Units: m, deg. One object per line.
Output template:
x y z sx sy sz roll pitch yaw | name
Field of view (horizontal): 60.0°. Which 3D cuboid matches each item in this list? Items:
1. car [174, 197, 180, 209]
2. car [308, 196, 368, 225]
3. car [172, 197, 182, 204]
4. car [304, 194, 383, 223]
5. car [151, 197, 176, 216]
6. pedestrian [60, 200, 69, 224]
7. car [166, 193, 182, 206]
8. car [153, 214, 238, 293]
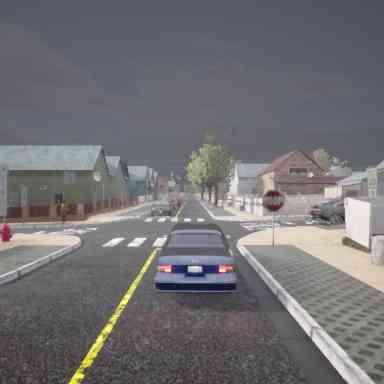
-2.914 1.609 42.838 1.895 1.301 4.718 0 0 0 | car
9.439 1.171 19.524 4.902 1.511 2.128 -2 -1 0 | car
-2.890 1.604 64.936 1.895 1.301 4.718 0 0 0 | car
10.236 1.072 22.483 4.553 1.767 2.097 -2 -1 0 | car
-2.887 1.533 32.743 1.812 1.442 4.674 0 0 0 | car
-9.732 1.466 25.243 0.375 1.860 0.375 0 0 0 | pedestrian
-2.937 1.228 53.525 2.150 2.045 5.566 0 0 0 | car
0.120 1.551 8.990 2.033 1.411 5.357 0 0 1 | car
